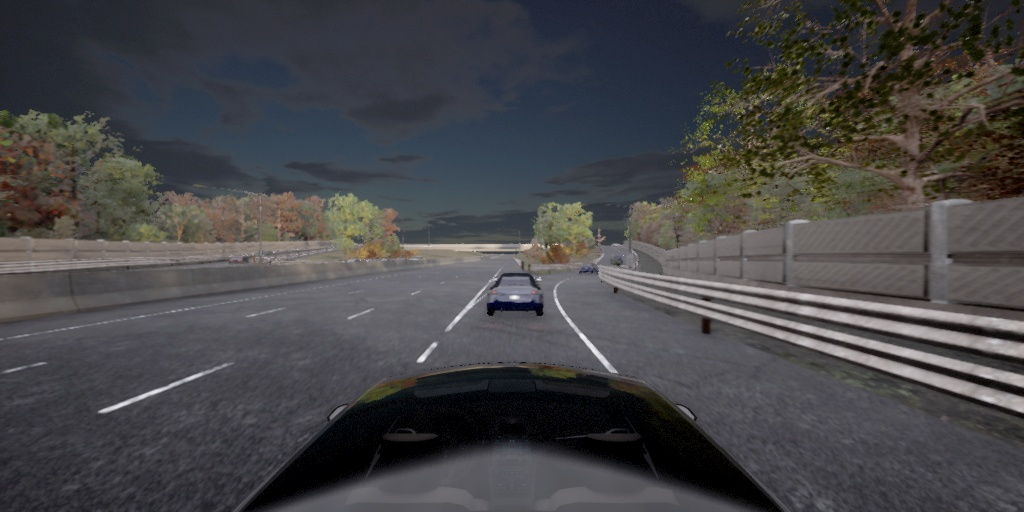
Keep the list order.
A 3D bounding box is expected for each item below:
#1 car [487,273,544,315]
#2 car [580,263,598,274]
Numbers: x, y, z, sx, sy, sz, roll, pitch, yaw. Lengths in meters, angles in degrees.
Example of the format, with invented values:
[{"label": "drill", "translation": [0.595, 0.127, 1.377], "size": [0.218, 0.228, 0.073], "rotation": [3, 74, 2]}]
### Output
[{"label": "car", "translation": [0.188, 1.321, 13.722], "size": [1.994, 1.385, 4.181], "rotation": [0, 0, 3]}, {"label": "car", "translation": [11.800, 1.796, 54.366], "size": [2.097, 1.767, 4.553], "rotation": [0, -1, 26]}]
